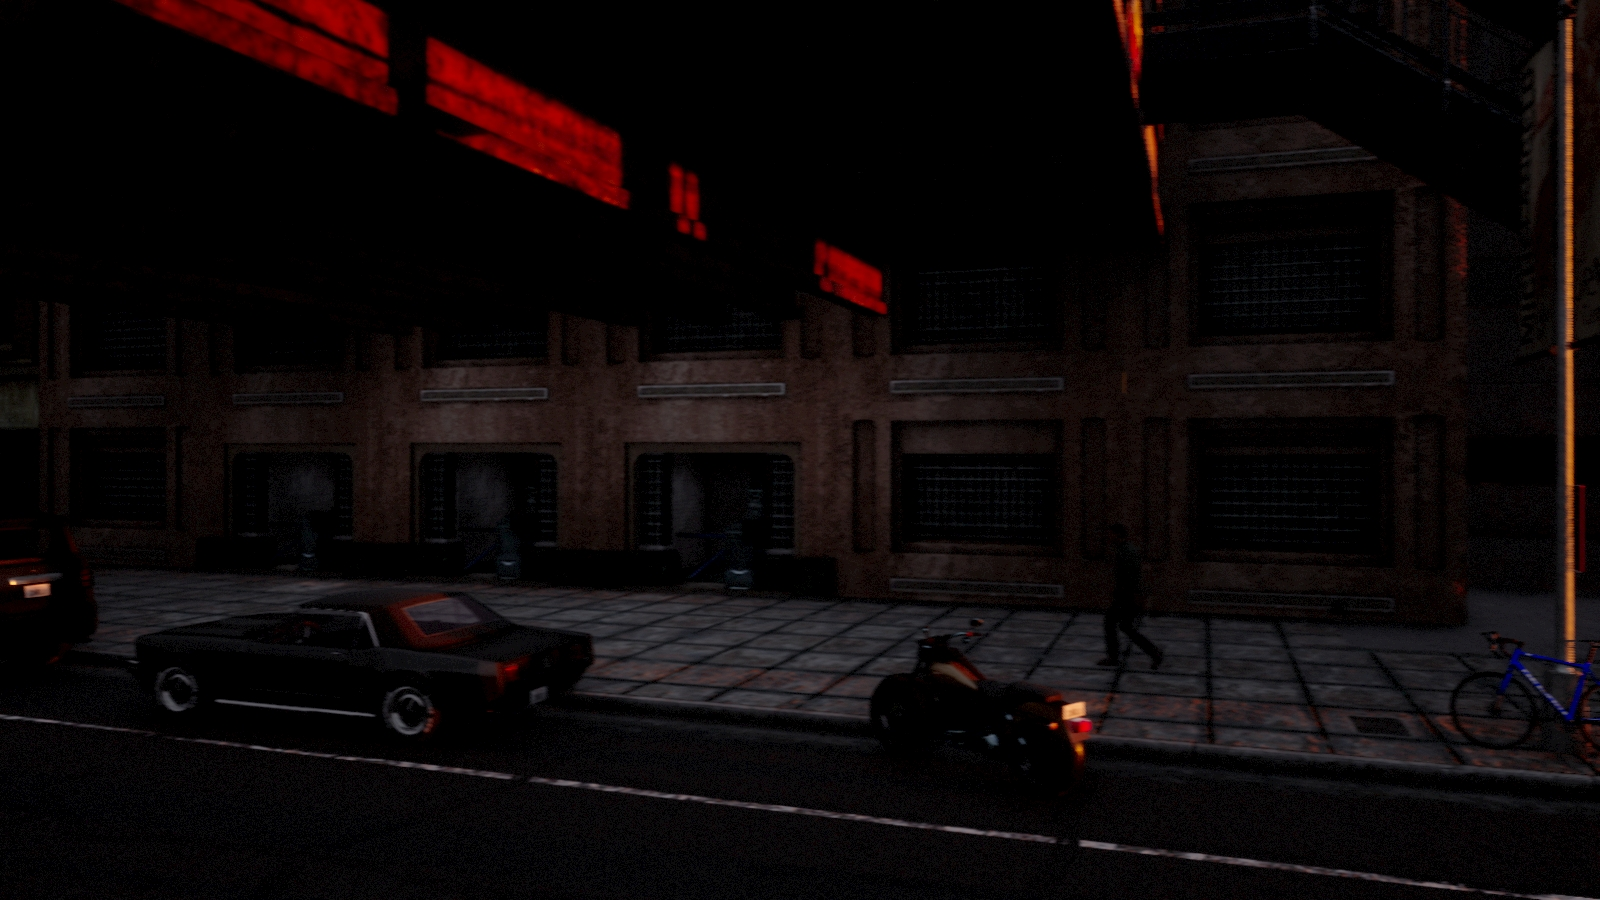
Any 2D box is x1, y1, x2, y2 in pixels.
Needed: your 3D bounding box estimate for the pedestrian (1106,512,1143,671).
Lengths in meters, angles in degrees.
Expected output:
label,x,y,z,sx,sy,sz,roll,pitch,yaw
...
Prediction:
label,x,y,z,sx,sy,sz,roll,pitch,yaw
pedestrian,3.923,1.698,13.811,0.375,1.860,0.375,0,0,26
